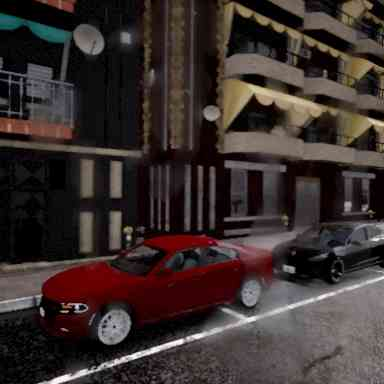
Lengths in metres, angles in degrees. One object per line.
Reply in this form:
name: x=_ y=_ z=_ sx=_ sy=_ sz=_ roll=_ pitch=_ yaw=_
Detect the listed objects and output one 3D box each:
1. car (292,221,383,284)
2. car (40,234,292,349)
car: x=4.199 y=1.545 z=9.547 sx=4.313 sy=1.339 sz=1.947 roll=0 pitch=1 yaw=-36
car: x=-0.399 y=1.537 z=6.263 sx=4.507 sy=1.381 sz=1.887 roll=0 pitch=1 yaw=-36
